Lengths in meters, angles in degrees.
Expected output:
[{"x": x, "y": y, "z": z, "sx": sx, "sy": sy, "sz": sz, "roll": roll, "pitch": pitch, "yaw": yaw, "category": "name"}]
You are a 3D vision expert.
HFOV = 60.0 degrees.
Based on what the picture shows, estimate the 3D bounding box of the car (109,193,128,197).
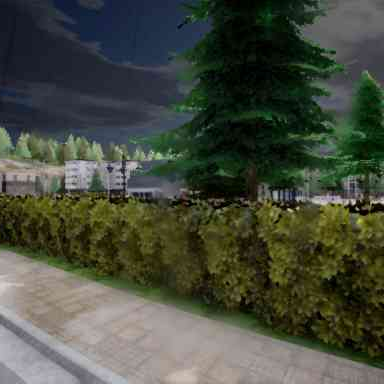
[{"x": -10.572, "y": 1.374, "z": 52.725, "sx": 1.970, "sy": 1.475, "sz": 3.806, "roll": 0, "pitch": 0, "yaw": 43, "category": "car"}]

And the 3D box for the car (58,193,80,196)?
[{"x": -28.382, "y": 1.136, "z": 79.442, "sx": 2.152, "sy": 1.636, "sz": 5.027, "roll": 0, "pitch": 0, "yaw": 43, "category": "car"}]

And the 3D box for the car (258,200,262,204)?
[{"x": 9.644, "y": 1.347, "z": 44.205, "sx": 2.097, "sy": 1.767, "sz": 4.553, "roll": 0, "pitch": 0, "yaw": 43, "category": "car"}]

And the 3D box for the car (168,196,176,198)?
[{"x": -3.305, "y": 1.365, "z": 56.063, "sx": 1.845, "sy": 1.501, "sz": 3.633, "roll": 0, "pitch": 0, "yaw": 43, "category": "car"}]

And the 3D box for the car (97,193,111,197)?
[{"x": -16.701, "y": 1.084, "z": 68.943, "sx": 1.932, "sy": 1.855, "sz": 4.605, "roll": 0, "pitch": 0, "yaw": 43, "category": "car"}]
